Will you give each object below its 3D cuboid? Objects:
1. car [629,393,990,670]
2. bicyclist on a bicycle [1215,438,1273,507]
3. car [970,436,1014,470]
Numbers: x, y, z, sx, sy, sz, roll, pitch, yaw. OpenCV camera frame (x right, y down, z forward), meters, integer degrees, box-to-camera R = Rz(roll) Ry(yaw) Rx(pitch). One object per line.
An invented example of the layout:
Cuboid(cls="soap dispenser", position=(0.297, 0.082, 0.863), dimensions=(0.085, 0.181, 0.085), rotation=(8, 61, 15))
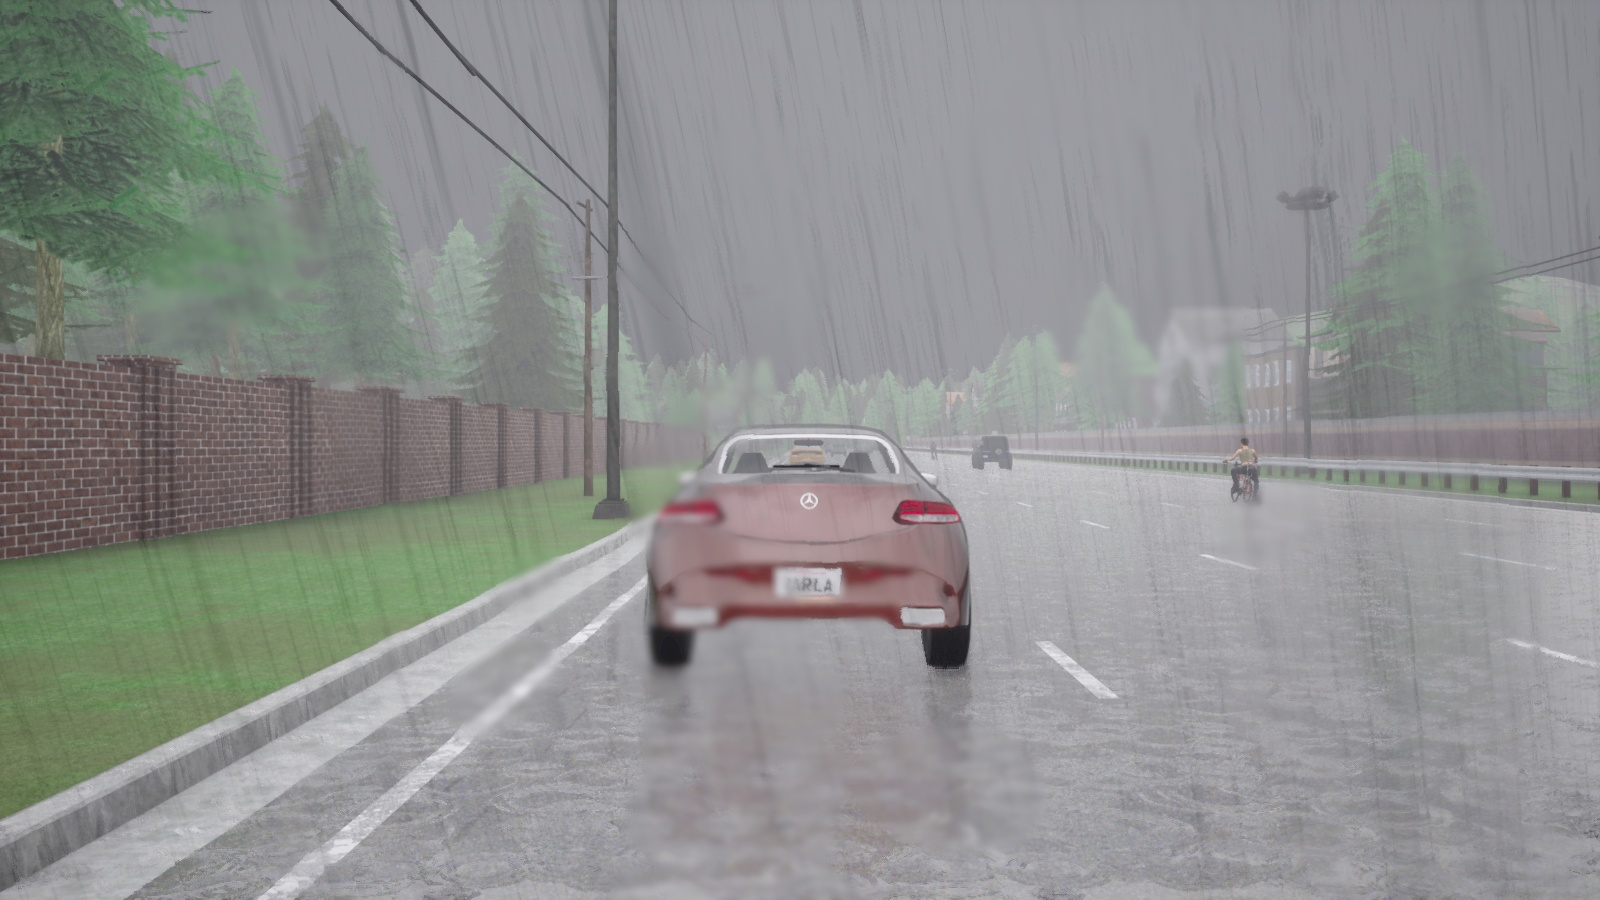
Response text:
Cuboid(cls="car", position=(0.069, 0.470, 10.008), dimensions=(2.152, 1.651, 5.027), rotation=(0, 0, 0))
Cuboid(cls="bicyclist on a bicycle", position=(10.678, 0.525, 30.264), dimensions=(0.866, 1.612, 1.509), rotation=(0, 0, 0))
Cuboid(cls="car", position=(10.900, 0.157, 71.461), dimensions=(1.905, 1.878, 3.866), rotation=(0, 0, 0))
